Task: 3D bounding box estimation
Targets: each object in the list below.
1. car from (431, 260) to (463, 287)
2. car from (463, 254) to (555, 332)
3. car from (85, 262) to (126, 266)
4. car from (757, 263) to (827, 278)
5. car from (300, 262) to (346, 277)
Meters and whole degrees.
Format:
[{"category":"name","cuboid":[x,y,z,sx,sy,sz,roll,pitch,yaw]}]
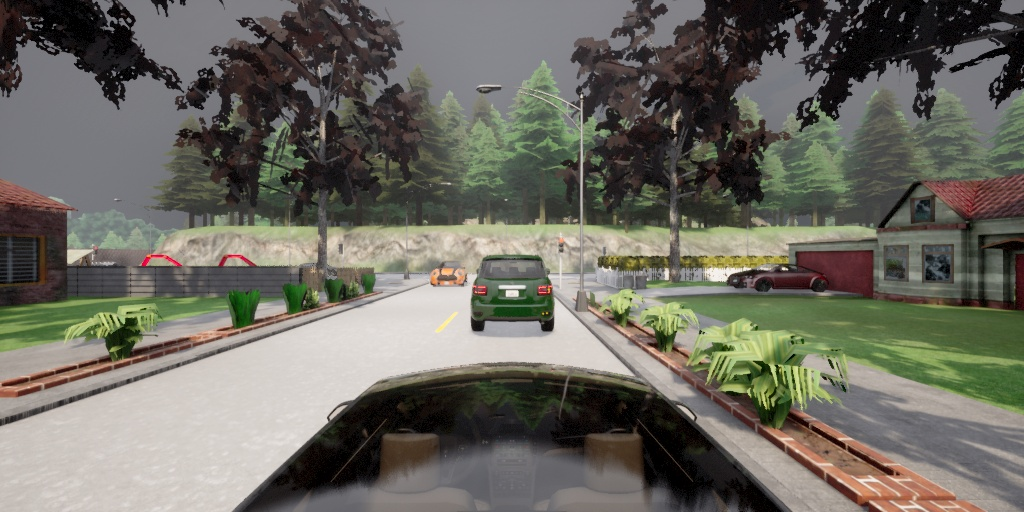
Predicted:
[{"category":"car","cuboid":[-4.172,1.102,24.443,2.097,1.767,4.553,0,0,-4]},{"category":"car","cuboid":[0.031,0.971,11.067,2.150,2.045,5.566,0,0,1]},{"category":"car","cuboid":[-37.823,1.276,33.624,4.674,1.442,1.812,0,0,0]},{"category":"car","cuboid":[29.559,0.971,37.700,5.566,2.045,2.150,0,0,0]},{"category":"car","cuboid":[-17.949,1.276,33.573,4.674,1.442,1.812,0,0,0]}]
